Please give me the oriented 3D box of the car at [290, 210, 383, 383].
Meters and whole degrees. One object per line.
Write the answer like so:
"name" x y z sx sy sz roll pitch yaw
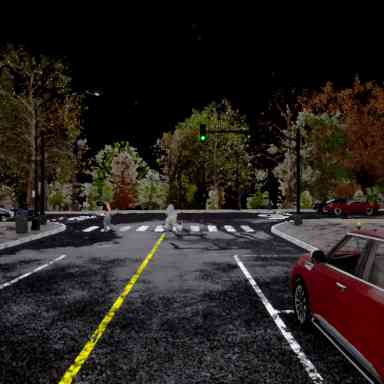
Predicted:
"car" 2.720 1.316 3.837 2.192 1.841 5.009 1 0 0

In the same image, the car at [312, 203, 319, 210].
"car" 15.249 1.406 35.151 4.892 1.490 1.837 -1 -1 1

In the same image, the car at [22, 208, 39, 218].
"car" -16.103 1.733 29.205 4.718 1.301 1.895 -1 -1 1

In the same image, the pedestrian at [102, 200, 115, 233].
"pedestrian" -4.617 1.297 18.258 0.375 1.860 0.375 1 -1 0

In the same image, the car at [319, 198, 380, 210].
"car" 15.182 1.459 31.898 4.718 1.301 1.895 -1 -1 1

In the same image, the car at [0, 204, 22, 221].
"car" -16.429 1.583 25.951 4.902 1.511 2.128 -1 -1 2

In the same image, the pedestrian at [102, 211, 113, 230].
"pedestrian" -4.942 1.672 19.454 0.500 1.100 0.500 1 -1 0

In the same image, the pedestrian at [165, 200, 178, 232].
"pedestrian" -1.171 1.296 18.855 0.375 1.860 0.375 1 -1 0
